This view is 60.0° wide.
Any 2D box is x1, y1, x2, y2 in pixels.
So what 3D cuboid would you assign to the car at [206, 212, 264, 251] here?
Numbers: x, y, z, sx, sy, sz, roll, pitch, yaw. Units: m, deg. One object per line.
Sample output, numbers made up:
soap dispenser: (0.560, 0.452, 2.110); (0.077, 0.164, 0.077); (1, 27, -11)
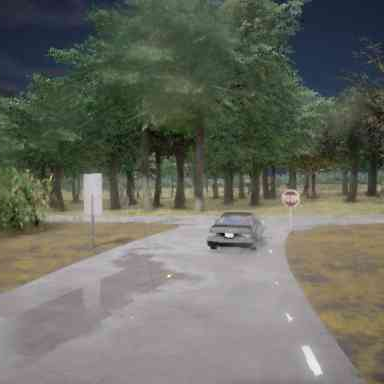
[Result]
car: (1.968, 1.555, 14.075); (2.033, 1.411, 5.357); (0, 0, 16)
